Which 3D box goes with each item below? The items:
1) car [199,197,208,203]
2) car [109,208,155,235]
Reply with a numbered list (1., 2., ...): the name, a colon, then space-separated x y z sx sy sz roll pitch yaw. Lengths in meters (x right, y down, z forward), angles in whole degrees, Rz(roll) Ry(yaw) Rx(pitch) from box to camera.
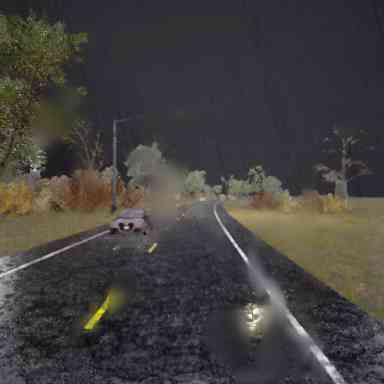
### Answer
1. car: 2.917 2.115 86.440 1.812 1.442 4.674 0 -1 6
2. car: -3.331 1.645 19.101 1.994 1.385 4.181 0 0 2
